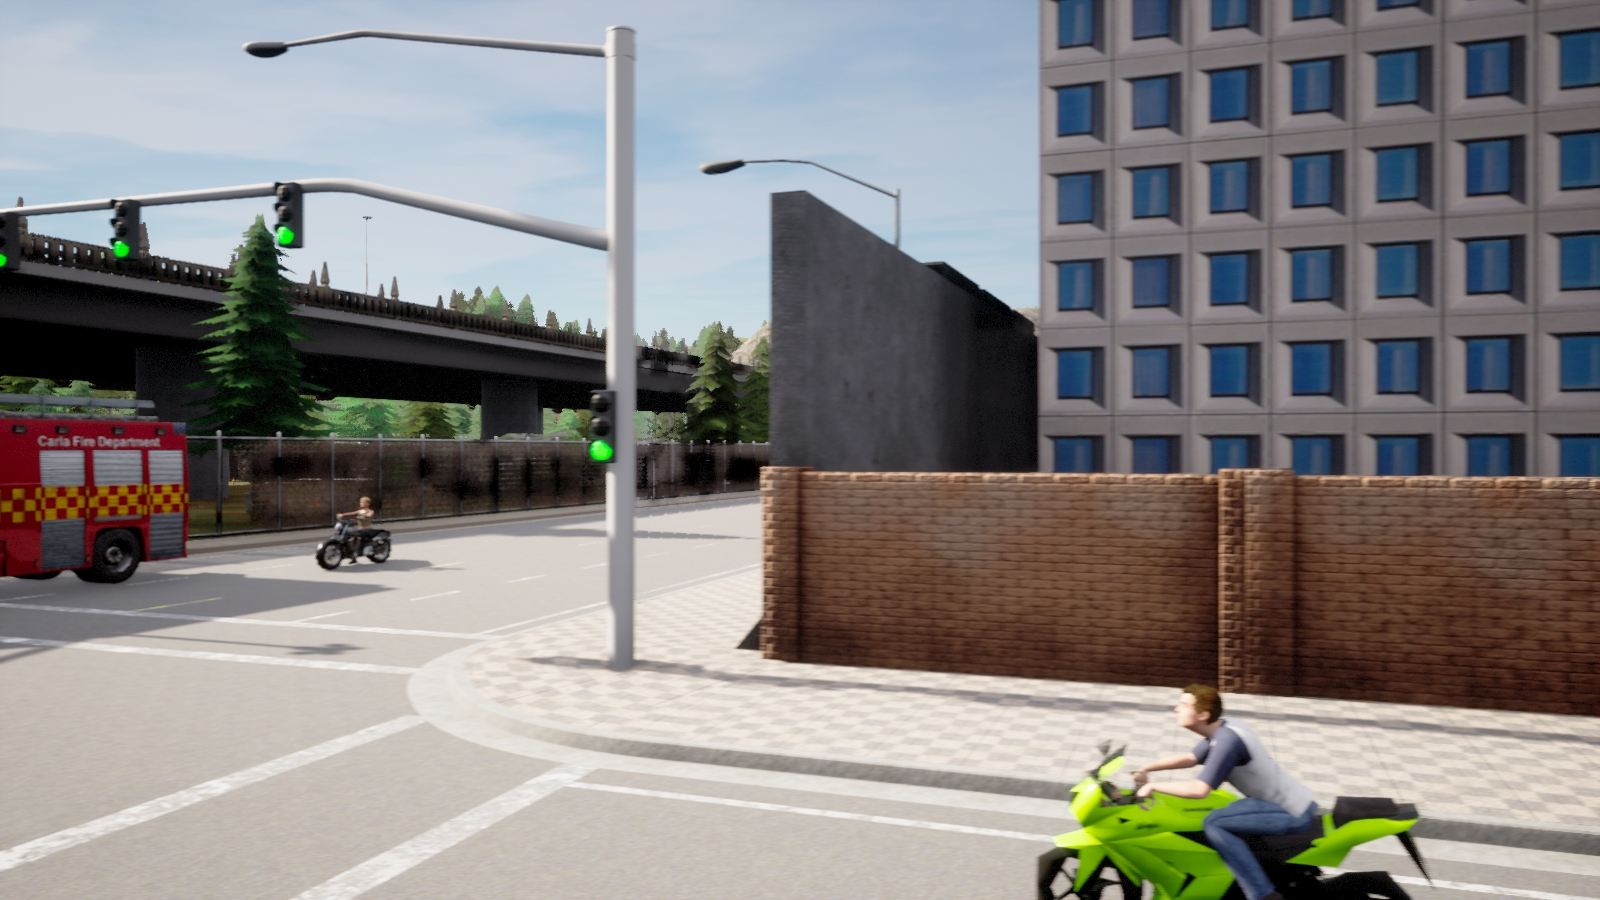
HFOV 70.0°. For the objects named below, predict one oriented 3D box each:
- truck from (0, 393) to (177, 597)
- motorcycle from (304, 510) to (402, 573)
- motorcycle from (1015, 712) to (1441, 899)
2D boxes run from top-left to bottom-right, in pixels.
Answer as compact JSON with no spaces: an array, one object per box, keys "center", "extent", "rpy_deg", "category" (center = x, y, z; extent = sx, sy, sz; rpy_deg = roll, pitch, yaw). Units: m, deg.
[{"center":[-16.465,0.840,21.547],"extent":[2.891,3.827,8.468],"rpy_deg":[0,0,20],"category":"truck"},{"center":[-10.500,2.116,26.945],"extent":[0.764,1.277,2.356],"rpy_deg":[0,0,20],"category":"motorcycle"},{"center":[2.255,2.186,6.203],"extent":[2.033,1.199,0.803],"rpy_deg":[0,0,20],"category":"motorcycle"}]
